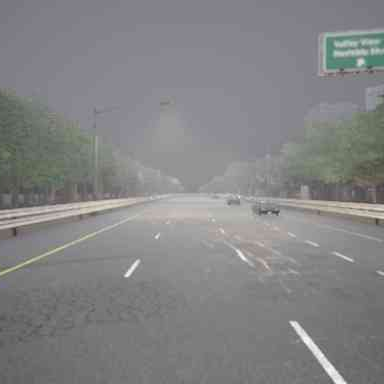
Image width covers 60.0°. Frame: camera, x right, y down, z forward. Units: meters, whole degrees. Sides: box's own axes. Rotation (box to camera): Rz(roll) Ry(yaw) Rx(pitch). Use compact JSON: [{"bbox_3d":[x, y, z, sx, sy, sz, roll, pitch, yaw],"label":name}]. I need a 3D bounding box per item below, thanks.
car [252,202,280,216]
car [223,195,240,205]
[{"bbox_3d":[7.009,1.602,32.136,1.895,1.301,4.718,0,0,0],"label":"car"},{"bbox_3d":[7.017,1.355,57.319,2.097,1.767,4.553,0,0,0],"label":"car"}]
